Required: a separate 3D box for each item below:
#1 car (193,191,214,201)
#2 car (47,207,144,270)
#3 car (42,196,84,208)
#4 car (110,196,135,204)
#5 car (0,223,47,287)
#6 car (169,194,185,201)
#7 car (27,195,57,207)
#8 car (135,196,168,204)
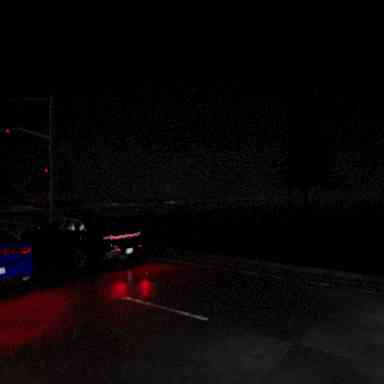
[{"bbox_3d":[2.506,0.907,70.942,2.150,2.045,5.566,0,0,36],"label":"car"},{"bbox_3d":[-3.763,1.463,10.962,4.902,1.511,2.128,0,0,36],"label":"car"},{"bbox_3d":[-16.654,1.483,43.724,1.895,1.301,4.718,0,0,35],"label":"car"},{"bbox_3d":[-12.658,1.408,61.666,2.033,1.411,5.357,0,0,35],"label":"car"},{"bbox_3d":[-5.898,1.449,8.186,5.008,1.535,1.882,0,0,36],"label":"car"},{"bbox_3d":[-3.557,1.217,74.505,1.837,1.490,4.892,0,0,36],"label":"car"},{"bbox_3d":[-21.685,1.213,48.733,2.097,1.767,4.553,0,0,35],"label":"car"},{"bbox_3d":[-6.985,1.373,57.591,2.128,1.511,4.902,0,0,35],"label":"car"}]
